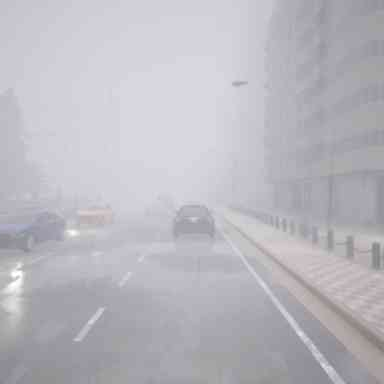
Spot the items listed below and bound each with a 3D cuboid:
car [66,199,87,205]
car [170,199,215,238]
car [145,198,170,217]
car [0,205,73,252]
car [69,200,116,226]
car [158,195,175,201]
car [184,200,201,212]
[{"bbox_3d":[-10.513,1.486,31.173,2.097,1.767,4.553,0,0,0],"label":"car"},{"bbox_3d":[0.092,1.430,18.380,2.097,1.767,4.553,0,0,0],"label":"car"},{"bbox_3d":[-3.507,1.665,32.904,1.812,1.442,4.674,0,0,0],"label":"car"},{"bbox_3d":[-7.094,1.540,14.371,1.882,1.535,5.008,0,0,0],"label":"car"},{"bbox_3d":[-7.047,1.584,24.678,1.882,1.535,5.008,0,0,0],"label":"car"},{"bbox_3d":[-3.495,1.411,44.789,2.150,2.045,5.566,0,0,1],"label":"car"},{"bbox_3d":[0.054,1.739,41.759,1.994,1.385,4.181,0,0,0],"label":"car"}]
